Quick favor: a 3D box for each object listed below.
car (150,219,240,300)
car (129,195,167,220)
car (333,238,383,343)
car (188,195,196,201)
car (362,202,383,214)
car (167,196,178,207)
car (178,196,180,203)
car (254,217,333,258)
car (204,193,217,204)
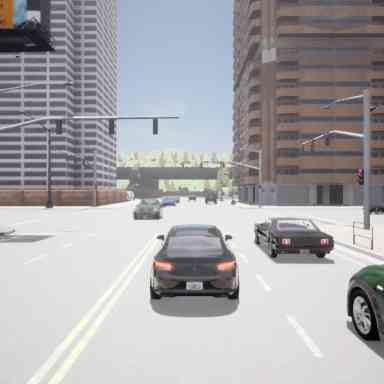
[{"bbox_3d":[0.066,1.526,8.294,1.812,1.442,4.674,0,0,0],"label":"car"},{"bbox_3d":[-3.583,1.352,27.818,2.097,1.767,4.553,0,0,0],"label":"car"},{"bbox_3d":[3.602,1.352,3.660,2.097,1.767,4.553,0,0,0],"label":"car"},{"bbox_3d":[0.045,1.425,77.336,1.837,1.490,4.892,0,0,0],"label":"car"},{"bbox_3d":[19.977,1.601,33.760,4.718,1.301,1.895,0,0,1],"label":"car"},{"bbox_3d":[-3.543,1.477,51.158,1.882,1.535,5.008,0,0,-1],"label":"car"},{"bbox_3d":[-3.460,1.492,69.305,2.128,1.511,4.902,0,0,0],"label":"car"},{"bbox_3d":[3.610,1.601,12.745,1.895,1.301,4.718,0,0,1],"label":"car"},{"bbox_3d":[3.638,1.221,65.293,2.150,2.045,5.566,0,0,0],"label":"car"}]
